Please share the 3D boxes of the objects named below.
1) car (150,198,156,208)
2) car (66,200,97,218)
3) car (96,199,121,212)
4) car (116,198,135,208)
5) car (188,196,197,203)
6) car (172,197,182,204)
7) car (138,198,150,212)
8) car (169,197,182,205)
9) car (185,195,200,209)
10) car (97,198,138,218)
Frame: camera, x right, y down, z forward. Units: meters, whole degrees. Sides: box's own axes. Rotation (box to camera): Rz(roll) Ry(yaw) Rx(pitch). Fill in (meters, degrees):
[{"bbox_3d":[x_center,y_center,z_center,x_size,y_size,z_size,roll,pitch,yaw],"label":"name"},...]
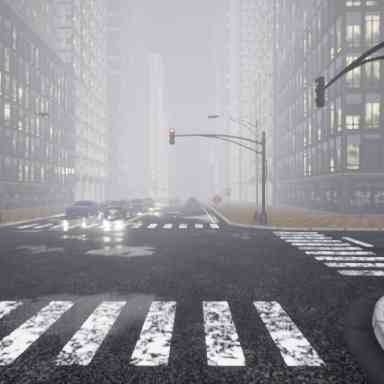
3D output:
[{"bbox_3d":[-6.593,1.588,49.700,1.812,1.442,4.674,0,0,0],"label":"car"},{"bbox_3d":[-9.854,1.500,30.374,1.882,1.535,5.008,0,0,0],"label":"car"},{"bbox_3d":[-9.849,1.603,39.507,1.994,1.385,4.181,0,0,0],"label":"car"},{"bbox_3d":[-9.839,1.626,49.432,1.994,1.385,4.181,0,0,0],"label":"car"},{"bbox_3d":[0.068,1.615,71.352,1.882,1.535,5.008,0,0,0],"label":"car"},{"bbox_3d":[-3.181,1.695,70.331,1.994,1.385,4.181,0,0,0],"label":"car"},{"bbox_3d":[-6.599,1.516,39.653,1.882,1.535,5.008,0,0,0],"label":"car"},{"bbox_3d":[-3.150,1.586,60.003,2.128,1.511,4.902,0,0,0],"label":"car"},{"bbox_3d":[0.099,1.580,46.601,1.812,1.442,4.674,0,0,0],"label":"car"},{"bbox_3d":[-6.600,1.514,30.125,2.128,1.511,4.902,0,0,0],"label":"car"}]
